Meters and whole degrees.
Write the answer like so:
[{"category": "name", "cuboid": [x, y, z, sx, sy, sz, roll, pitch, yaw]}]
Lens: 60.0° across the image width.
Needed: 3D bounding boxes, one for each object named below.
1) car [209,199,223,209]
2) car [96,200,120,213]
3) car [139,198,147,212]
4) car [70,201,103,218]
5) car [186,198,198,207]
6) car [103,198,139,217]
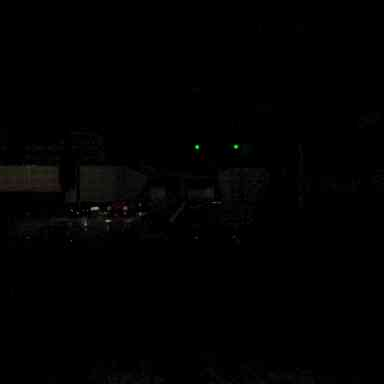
[{"category": "car", "cuboid": [3.626, 1.758, 50.119, 2.128, 1.511, 4.902, 0, 0, 0]}, {"category": "car", "cuboid": [-10.517, 1.795, 42.025, 1.994, 1.385, 4.181, 0, 0, 0]}, {"category": "car", "cuboid": [-7.019, 1.582, 42.052, 2.097, 1.767, 4.553, 0, 0, 0]}, {"category": "car", "cuboid": [-10.517, 1.694, 33.120, 1.837, 1.490, 4.892, 0, 0, 1]}, {"category": "car", "cuboid": [0.030, 1.814, 59.074, 1.837, 1.490, 4.892, 0, 0, 0]}, {"category": "car", "cuboid": [-7.021, 1.541, 33.209, 2.097, 1.767, 4.553, 0, 0, 0]}]
